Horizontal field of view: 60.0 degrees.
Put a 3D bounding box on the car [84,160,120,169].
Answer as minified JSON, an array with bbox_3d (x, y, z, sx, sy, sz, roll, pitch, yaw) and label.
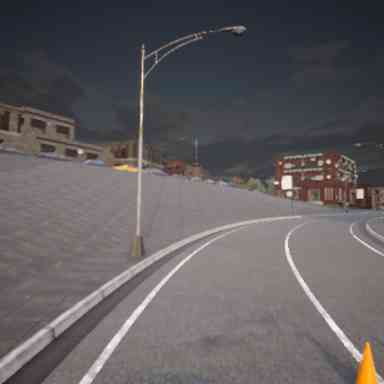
[{"bbox_3d":[-11.777,-3.172,41.295,2.002,1.452,4.674,-2,-4,37],"label":"car"}]

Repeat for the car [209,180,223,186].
[{"bbox_3d":[3.370,-1.575,64.467,2.231,1.521,4.892,-1,-4,31],"label":"car"}]

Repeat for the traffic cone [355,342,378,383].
[{"bbox_3d":[1.977,1.998,3.753,0.340,0.580,0.340,1,0,-3],"label":"traffic cone"}]

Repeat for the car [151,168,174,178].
[{"bbox_3d":[-5.430,-2.692,50.356,2.185,1.767,4.553,-1,-4,34],"label":"car"}]

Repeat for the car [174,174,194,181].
[{"bbox_3d":[-2.313,-2.199,55.139,2.163,1.488,4.792,-1,-4,33],"label":"car"}]

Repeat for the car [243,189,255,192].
[{"bbox_3d":[13.697,0.025,84.149,2.002,1.452,4.674,-1,-5,26],"label":"car"}]

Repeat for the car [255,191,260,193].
[{"bbox_3d":[16.012,0.472,89.165,2.002,1.452,4.674,-1,-5,24],"label":"car"}]

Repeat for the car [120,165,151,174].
[{"bbox_3d":[-8.549,-2.890,45.799,2.097,1.535,5.008,-1,-4,36],"label":"car"}]

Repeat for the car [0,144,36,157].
[{"bbox_3d":[-18.490,-3.819,32.520,2.231,1.521,4.892,-2,-4,38],"label":"car"}]

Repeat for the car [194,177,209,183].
[{"bbox_3d":[0.604,-1.862,59.813,2.002,1.452,4.674,-1,-4,32],"label":"car"}]

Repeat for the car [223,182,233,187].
[{"bbox_3d":[6.138,-1.343,69.373,2.185,1.767,4.553,-1,-4,29],"label":"car"}]

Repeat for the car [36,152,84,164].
[{"bbox_3d":[-15.100,-3.526,36.866,2.231,1.521,4.892,-2,-4,38],"label":"car"}]

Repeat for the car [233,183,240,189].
[{"bbox_3d":[8.803,-1.087,74.304,2.435,2.045,5.566,-1,-4,28],"label":"car"}]
